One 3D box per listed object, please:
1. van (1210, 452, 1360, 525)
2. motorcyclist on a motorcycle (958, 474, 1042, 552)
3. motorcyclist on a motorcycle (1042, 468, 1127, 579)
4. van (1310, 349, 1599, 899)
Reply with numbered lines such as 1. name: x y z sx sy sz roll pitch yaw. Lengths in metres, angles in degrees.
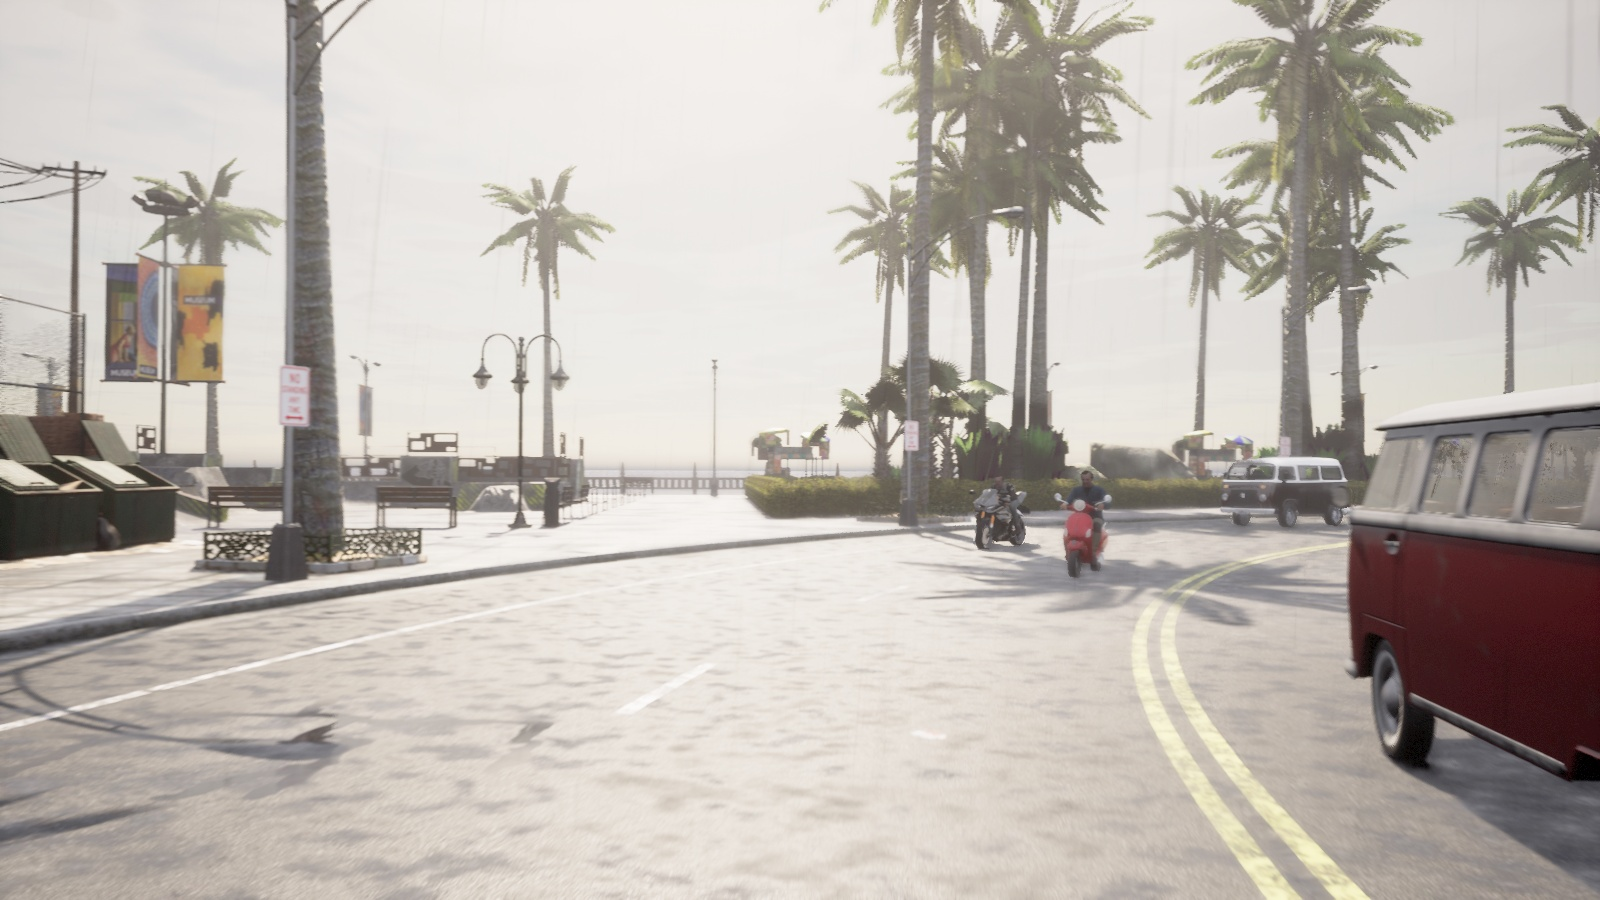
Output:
1. van: 14.356 1.111 37.087 4.480 2.038 2.069 1 -1 -37
2. motorcyclist on a motorcycle: 4.147 1.271 25.948 0.866 1.530 2.191 -1 -1 34
3. motorcyclist on a motorcycle: 4.352 1.074 19.110 0.866 1.590 1.817 0 -1 26
4. van: 3.886 0.649 5.665 1.775 1.987 4.442 0 -1 6
